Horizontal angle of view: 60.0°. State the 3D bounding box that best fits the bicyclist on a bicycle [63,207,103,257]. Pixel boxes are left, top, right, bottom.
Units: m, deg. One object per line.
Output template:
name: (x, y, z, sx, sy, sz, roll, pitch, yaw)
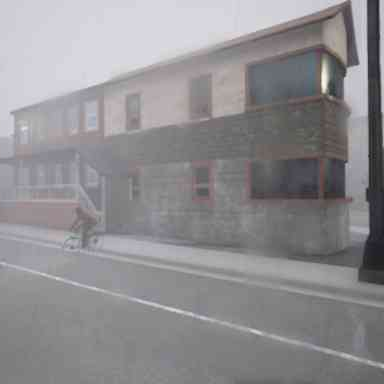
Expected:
bicyclist on a bicycle: (-3.725, 1.339, 11.409, 0.582, 1.620, 1.656, 1, 4, 35)
